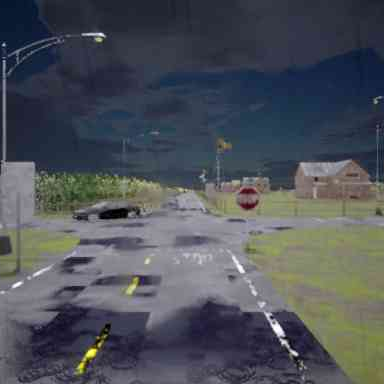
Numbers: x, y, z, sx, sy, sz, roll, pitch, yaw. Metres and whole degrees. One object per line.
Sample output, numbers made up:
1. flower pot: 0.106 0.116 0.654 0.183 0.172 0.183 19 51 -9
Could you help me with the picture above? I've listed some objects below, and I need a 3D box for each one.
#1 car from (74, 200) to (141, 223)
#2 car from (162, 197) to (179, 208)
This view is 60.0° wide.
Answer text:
1. car: -6.140 1.357 24.487 5.008 1.535 1.882 -1 3 -44
2. car: -2.734 1.294 42.730 1.994 1.385 4.181 0 1 0
